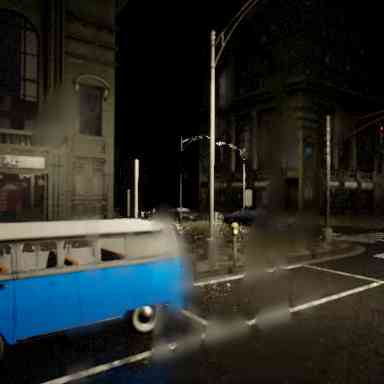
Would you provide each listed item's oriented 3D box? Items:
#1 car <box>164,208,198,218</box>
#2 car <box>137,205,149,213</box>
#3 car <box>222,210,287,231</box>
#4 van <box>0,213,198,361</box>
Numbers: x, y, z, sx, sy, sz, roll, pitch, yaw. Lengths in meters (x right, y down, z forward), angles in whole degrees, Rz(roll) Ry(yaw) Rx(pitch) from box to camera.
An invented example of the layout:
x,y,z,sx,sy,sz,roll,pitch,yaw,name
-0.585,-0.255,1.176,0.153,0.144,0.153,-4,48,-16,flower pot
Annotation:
x,y,z,sx,sy,sz,roll,pitch,yaw,name
-1.179,2.264,33.397,1.994,1.385,4.181,1,-1,-35,car
-7.098,2.384,41.699,1.837,1.490,4.892,1,-1,-35,car
4.584,2.074,25.327,2.033,1.411,5.357,1,-1,-36,car
-2.066,1.357,5.179,3.998,1.788,1.690,1,-1,-36,van
